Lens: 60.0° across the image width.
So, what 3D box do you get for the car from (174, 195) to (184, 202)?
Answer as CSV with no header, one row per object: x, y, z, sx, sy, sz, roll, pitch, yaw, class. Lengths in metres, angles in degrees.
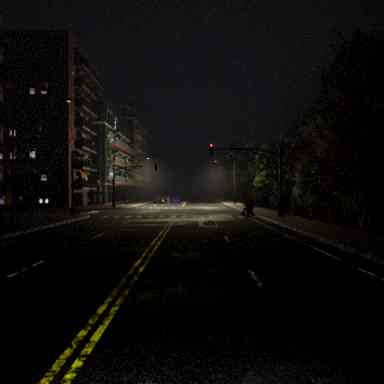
-3.011,1.565,79.485,2.128,1.511,4.902,0,0,0,car

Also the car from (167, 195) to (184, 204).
-3.109,1.503,63.641,1.882,1.535,5.008,0,0,1,car

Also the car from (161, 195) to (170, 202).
-6.260,1.517,79.336,1.882,1.535,5.008,0,0,0,car

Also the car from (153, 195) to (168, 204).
-6.354,1.573,63.553,2.033,1.411,5.357,0,0,1,car

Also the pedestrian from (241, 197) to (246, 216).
4.758,1.301,29.372,0.375,1.860,0.375,0,0,0,pedestrian

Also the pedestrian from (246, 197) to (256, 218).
5.010,1.300,28.074,0.375,1.860,0.375,0,0,0,pedestrian

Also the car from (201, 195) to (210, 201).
3.509,1.538,85.574,1.837,1.490,4.892,0,0,0,car

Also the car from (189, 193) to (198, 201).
0.258,1.263,85.615,2.150,2.045,5.566,0,0,0,car

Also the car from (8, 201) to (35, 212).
-22.659,1.855,43.273,4.206,1.307,1.802,-1,1,-1,car

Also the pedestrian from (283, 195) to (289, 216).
8.055,1.148,28.762,0.375,1.860,0.375,0,0,0,pedestrian

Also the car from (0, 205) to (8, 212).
-22.567,1.595,34.623,5.009,1.841,2.192,-1,1,-1,car
